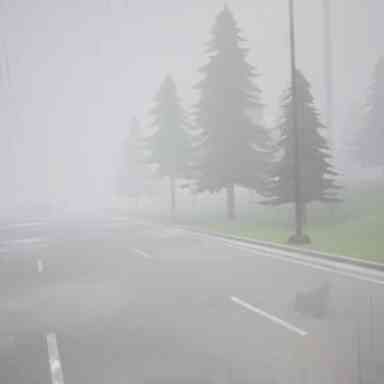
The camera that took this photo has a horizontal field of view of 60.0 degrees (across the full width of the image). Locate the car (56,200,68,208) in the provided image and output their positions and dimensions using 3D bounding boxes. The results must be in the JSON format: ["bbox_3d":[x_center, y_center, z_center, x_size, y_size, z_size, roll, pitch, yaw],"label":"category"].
[{"bbox_3d":[-25.542,2.336,65.181,1.882,1.535,5.008,-2,0,-26],"label":"car"}]

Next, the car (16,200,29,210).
[{"bbox_3d":[-31.900,2.609,62.260,1.812,1.442,4.674,-2,0,-26],"label":"car"}]

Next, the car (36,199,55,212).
[{"bbox_3d":[-22.265,2.258,50.446,1.837,1.490,4.892,-2,0,-26],"label":"car"}]
